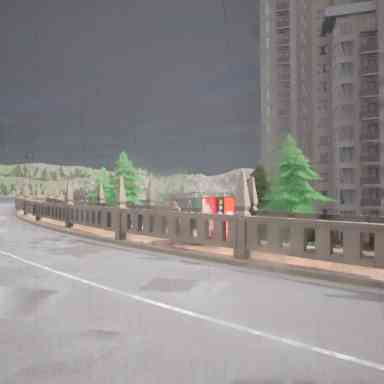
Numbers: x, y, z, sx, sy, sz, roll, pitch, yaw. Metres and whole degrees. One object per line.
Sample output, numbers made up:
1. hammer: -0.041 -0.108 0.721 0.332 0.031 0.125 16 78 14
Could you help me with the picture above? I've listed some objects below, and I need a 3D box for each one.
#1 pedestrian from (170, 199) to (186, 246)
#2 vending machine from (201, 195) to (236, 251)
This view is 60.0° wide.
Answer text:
1. pedestrian: -0.608 1.132 12.846 0.375 1.860 0.375 -1 -1 42
2. vending machine: 1.055 1.186 13.218 0.880 2.100 1.100 -1 0 41
